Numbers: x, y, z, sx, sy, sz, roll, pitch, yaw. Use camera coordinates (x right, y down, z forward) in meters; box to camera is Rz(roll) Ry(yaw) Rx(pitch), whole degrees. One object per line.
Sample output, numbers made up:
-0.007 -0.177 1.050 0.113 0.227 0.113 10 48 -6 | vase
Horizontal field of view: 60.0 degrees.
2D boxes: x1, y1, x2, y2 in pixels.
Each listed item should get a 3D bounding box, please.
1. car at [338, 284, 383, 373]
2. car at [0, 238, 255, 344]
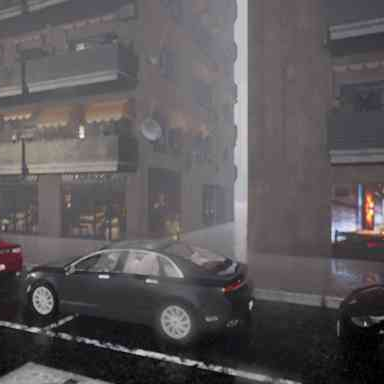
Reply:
4.118 1.564 3.959 4.313 1.339 1.947 0 0 22 | car
-1.092 1.547 6.095 4.403 1.369 2.008 0 0 22 | car
